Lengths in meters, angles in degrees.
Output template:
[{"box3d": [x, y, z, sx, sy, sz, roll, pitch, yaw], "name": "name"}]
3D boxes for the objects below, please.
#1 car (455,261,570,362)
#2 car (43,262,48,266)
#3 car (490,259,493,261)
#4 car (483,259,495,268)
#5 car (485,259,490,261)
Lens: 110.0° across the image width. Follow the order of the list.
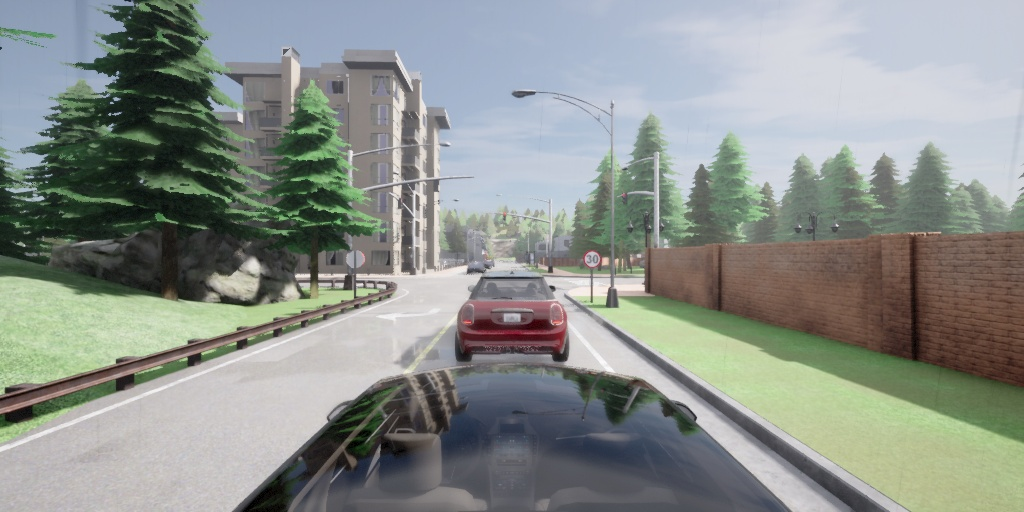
[{"box3d": [0.002, 1.102, 8.402, 2.097, 1.767, 4.553, 0, 0, 0], "name": "car"}, {"box3d": [-30.940, 0.987, 24.700, 5.566, 2.045, 2.150, 0, 0, -1], "name": "car"}, {"box3d": [-4.049, 1.351, 52.020, 1.895, 1.301, 4.718, 0, 0, 0], "name": "car"}, {"box3d": [-4.127, 1.314, 64.574, 1.994, 1.385, 4.181, 0, 0, 0], "name": "car"}, {"box3d": [-3.943, 1.297, 39.904, 2.033, 1.411, 5.357, 0, 0, 0], "name": "car"}]
